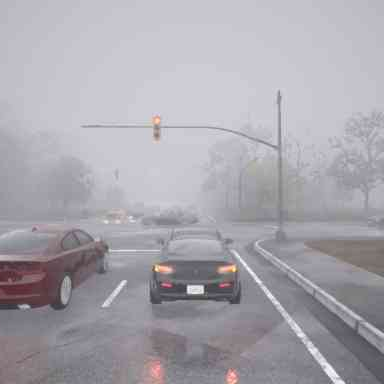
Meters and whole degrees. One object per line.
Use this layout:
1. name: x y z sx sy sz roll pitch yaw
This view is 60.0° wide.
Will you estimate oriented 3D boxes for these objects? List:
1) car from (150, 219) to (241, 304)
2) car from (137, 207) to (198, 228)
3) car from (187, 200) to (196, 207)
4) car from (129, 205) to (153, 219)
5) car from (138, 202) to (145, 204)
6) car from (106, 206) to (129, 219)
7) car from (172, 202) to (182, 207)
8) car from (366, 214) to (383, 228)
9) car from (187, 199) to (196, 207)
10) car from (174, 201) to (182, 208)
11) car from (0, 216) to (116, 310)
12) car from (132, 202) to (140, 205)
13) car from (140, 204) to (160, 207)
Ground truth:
1. car: 0.070 1.605 8.191 1.812 1.442 4.674 0 -1 0
2. car: -1.896 2.301 28.622 4.902 1.511 2.128 0 -2 2
3. car: -0.099 3.293 77.203 1.994 1.385 4.181 0 0 0
4. car: -7.147 3.029 47.103 1.882 1.535 5.008 0 -2 1
5. car: -10.607 3.030 66.489 2.150 2.045 5.566 0 0 0
6. car: -10.657 3.025 46.969 1.882 1.535 5.008 0 -2 0
7. car: -3.598 3.345 76.904 1.895 1.301 4.718 0 0 0
8. car: 17.584 2.342 28.796 4.674 1.442 1.812 0 -3 -3
9. car: -0.204 2.881 86.937 2.097 1.767 4.553 0 0 -3
10. car: -3.712 3.214 86.815 1.812 1.442 4.674 0 0 -3
11. car: -3.427 1.555 8.048 1.882 1.535 5.008 0 -1 0
12. car: -10.655 3.097 55.829 2.097 1.767 4.553 0 -1 0
13. car: -7.157 3.247 56.573 2.128 1.511 4.902 0 -1 0
